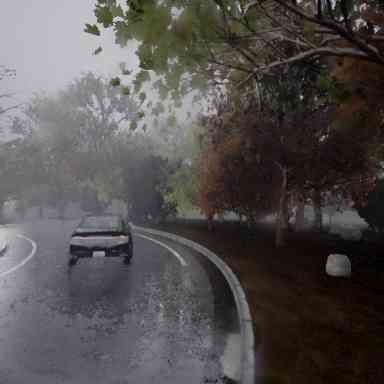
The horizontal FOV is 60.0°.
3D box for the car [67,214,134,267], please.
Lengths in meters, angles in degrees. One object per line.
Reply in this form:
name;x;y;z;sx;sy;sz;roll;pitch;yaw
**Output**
car;-3.072;1.491;11.548;2.128;1.511;4.902;0;0;-12
